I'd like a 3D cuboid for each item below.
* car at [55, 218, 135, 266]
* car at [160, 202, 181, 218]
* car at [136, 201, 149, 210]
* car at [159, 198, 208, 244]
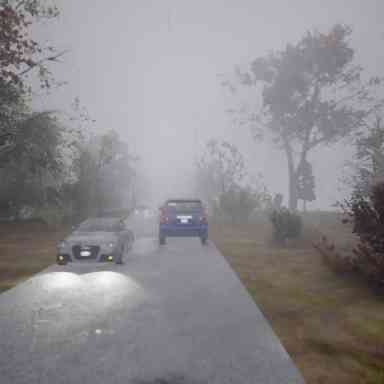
[{"bbox_3d":[-3.181,1.610,11.648,1.994,1.385,4.181,0,0,-3],"label":"car"},{"bbox_3d":[-2.334,1.815,34.979,1.882,1.535,5.008,0,-1,-7],"label":"car"},{"bbox_3d":[-8.173,2.235,55.069,1.837,1.490,4.892,0,-1,-8],"label":"car"},{"bbox_3d":[-0.472,1.312,16.469,2.150,2.045,5.566,0,0,-3],"label":"car"}]
